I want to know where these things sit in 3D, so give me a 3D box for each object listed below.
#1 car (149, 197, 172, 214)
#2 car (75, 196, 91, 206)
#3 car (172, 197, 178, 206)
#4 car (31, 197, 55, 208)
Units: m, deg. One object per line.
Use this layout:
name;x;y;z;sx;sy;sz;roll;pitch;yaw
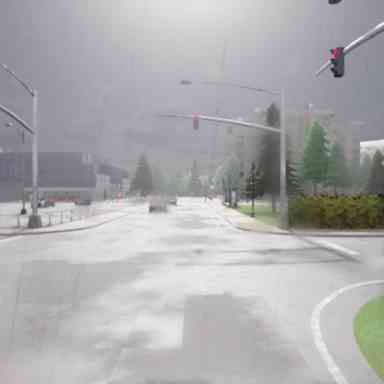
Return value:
car;-3.582;1.505;36.423;1.882;1.535;5.008;0;0;0
car;-17.435;1.414;53.234;1.845;1.501;3.633;0;0;0
car;-3.479;1.571;56.451;1.837;1.490;4.892;0;0;0
car;-20.491;1.419;45.844;1.970;1.475;3.806;0;0;0
